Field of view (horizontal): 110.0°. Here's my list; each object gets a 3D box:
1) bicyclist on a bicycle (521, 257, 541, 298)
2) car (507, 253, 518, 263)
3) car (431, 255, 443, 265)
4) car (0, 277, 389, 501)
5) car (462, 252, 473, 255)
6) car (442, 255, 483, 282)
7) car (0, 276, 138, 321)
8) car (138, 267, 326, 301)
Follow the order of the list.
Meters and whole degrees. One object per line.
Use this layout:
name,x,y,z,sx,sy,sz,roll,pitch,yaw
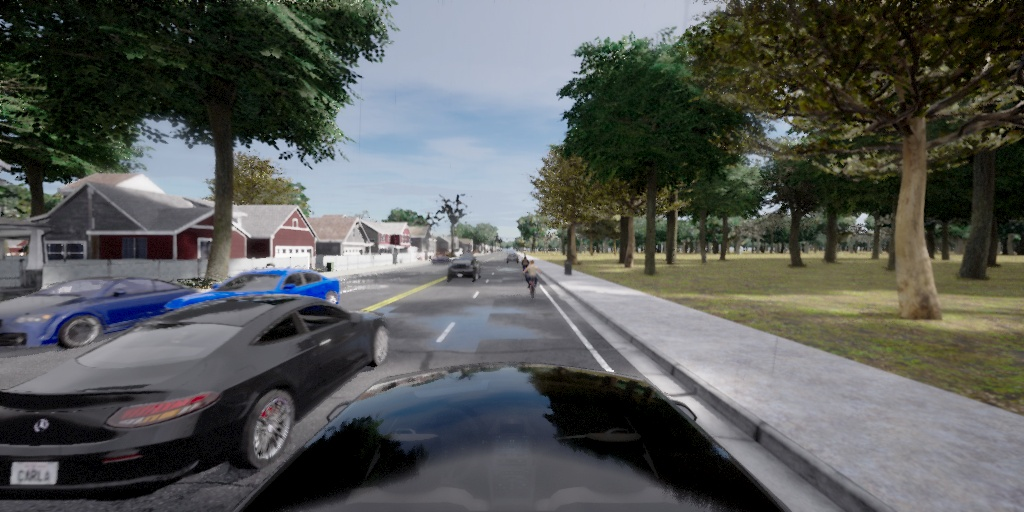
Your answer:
bicyclist on a bicycle,0.864,0.961,15.473,0.866,1.612,1.509,0,1,1
car,0.098,0.329,58.438,2.128,1.511,4.902,0,1,0
car,-9.829,0.580,49.476,1.895,1.301,4.718,0,1,0
car,-3.150,1.227,4.663,1.812,1.442,4.674,0,1,0
car,-6.571,0.281,52.674,2.097,1.767,4.553,0,1,0
car,-3.147,0.887,24.138,1.837,1.490,4.892,0,1,0
car,-9.850,1.200,8.625,1.994,1.385,4.181,0,1,0
car,-6.600,1.094,9.802,1.882,1.535,5.008,0,1,0
